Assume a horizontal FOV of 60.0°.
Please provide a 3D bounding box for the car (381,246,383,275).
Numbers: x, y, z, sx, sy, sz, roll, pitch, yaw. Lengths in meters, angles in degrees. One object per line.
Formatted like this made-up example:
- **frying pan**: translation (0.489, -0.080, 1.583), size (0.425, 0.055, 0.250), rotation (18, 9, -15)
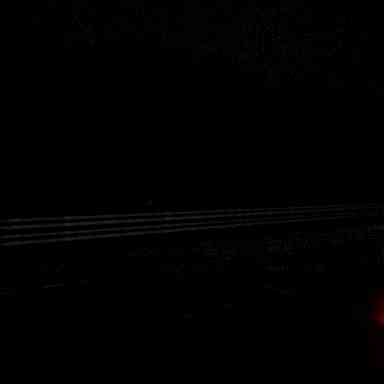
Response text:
- **car**: translation (6.985, 1.347, 8.726), size (4.553, 1.767, 2.097), rotation (0, 0, -35)
